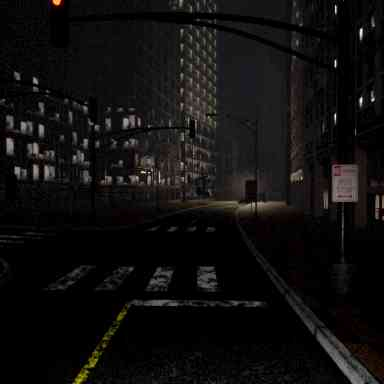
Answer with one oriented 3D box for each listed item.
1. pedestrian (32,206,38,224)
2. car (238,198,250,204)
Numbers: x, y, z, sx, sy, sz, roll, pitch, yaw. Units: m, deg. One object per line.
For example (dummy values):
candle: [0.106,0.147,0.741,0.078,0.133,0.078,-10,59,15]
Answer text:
pedestrian: [-9.392,1.345,19.878,0.500,1.100,0.500,0,0,17]
car: [10.842,1.864,69.010,1.895,1.301,4.718,0,0,18]
